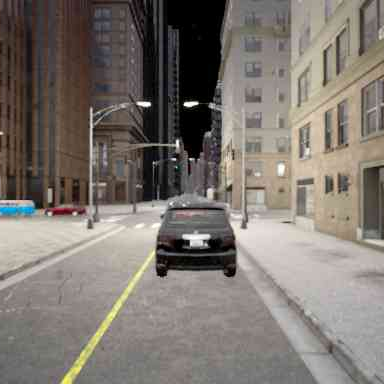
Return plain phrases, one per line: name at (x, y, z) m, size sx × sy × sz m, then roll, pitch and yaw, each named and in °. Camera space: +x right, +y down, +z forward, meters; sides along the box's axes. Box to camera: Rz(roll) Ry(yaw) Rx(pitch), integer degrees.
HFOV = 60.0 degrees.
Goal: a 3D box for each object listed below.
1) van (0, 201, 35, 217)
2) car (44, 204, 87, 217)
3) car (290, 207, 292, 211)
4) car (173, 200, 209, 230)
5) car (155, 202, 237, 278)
van at (-19.585, 1.861, 36.831) m, size 3.998 × 1.788 × 1.690 m, roll -1°, pitch 0°, yaw 0°
car at (-13.958, 1.997, 36.807) m, size 4.507 × 1.381 × 1.887 m, roll -1°, pitch 0°, yaw 0°
car at (13.023, 1.711, 36.692) m, size 4.206 × 1.307 × 1.802 m, roll -1°, pitch 0°, yaw 0°
car at (-0.182, 1.526, 23.501) m, size 2.097 × 1.767 × 4.553 m, roll 0°, pitch 0°, yaw -5°
car at (0.110, 1.307, 10.604) m, size 2.150 × 2.045 × 5.566 m, roll 0°, pitch 0°, yaw 0°
